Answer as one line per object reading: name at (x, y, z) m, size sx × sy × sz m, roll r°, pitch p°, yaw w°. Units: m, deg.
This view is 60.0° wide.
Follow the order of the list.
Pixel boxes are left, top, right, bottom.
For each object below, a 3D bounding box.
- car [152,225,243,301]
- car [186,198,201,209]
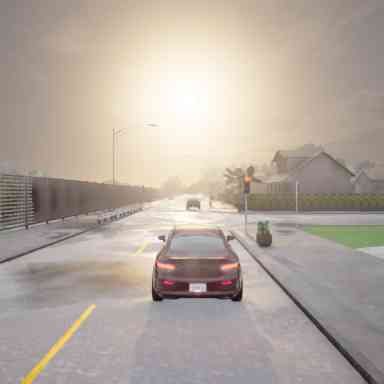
car at (0.109, 1.526, 8.177) m, size 1.812 × 1.442 × 4.674 m, roll 0°, pitch 0°, yaw 0°
car at (0.186, 1.505, 44.103) m, size 1.837 × 1.490 × 4.892 m, roll 0°, pitch 0°, yaw 0°
